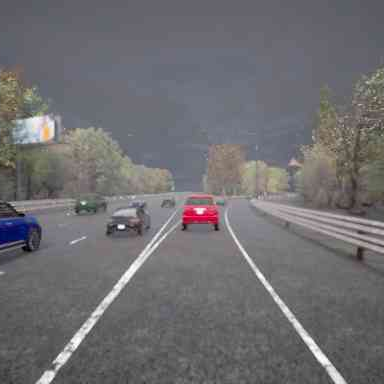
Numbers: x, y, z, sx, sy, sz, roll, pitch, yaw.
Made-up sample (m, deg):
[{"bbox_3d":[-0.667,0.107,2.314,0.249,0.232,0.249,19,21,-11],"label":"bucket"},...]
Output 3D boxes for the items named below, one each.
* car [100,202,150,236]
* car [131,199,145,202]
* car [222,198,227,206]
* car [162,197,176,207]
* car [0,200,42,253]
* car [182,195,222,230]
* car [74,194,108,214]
[{"bbox_3d":[-3.440,1.523,18.463,1.812,1.442,4.674,0,0,0],"label":"car"},{"bbox_3d":[-6.992,1.595,43.490,1.895,1.301,4.718,0,0,0],"label":"car"},{"bbox_3d":[4.793,1.633,55.741,1.994,1.385,4.181,0,0,10],"label":"car"},{"bbox_3d":[-3.508,1.502,51.080,1.837,1.490,4.892,0,0,0],"label":"car"},{"bbox_3d":[-6.926,1.217,10.620,2.150,2.045,5.566,0,0,0],"label":"car"},{"bbox_3d":[0.628,1.218,21.174,2.150,2.045,5.566,0,0,4],"label":"car"},{"bbox_3d":[-10.476,1.214,34.772,2.150,2.045,5.566,0,0,0],"label":"car"}]
